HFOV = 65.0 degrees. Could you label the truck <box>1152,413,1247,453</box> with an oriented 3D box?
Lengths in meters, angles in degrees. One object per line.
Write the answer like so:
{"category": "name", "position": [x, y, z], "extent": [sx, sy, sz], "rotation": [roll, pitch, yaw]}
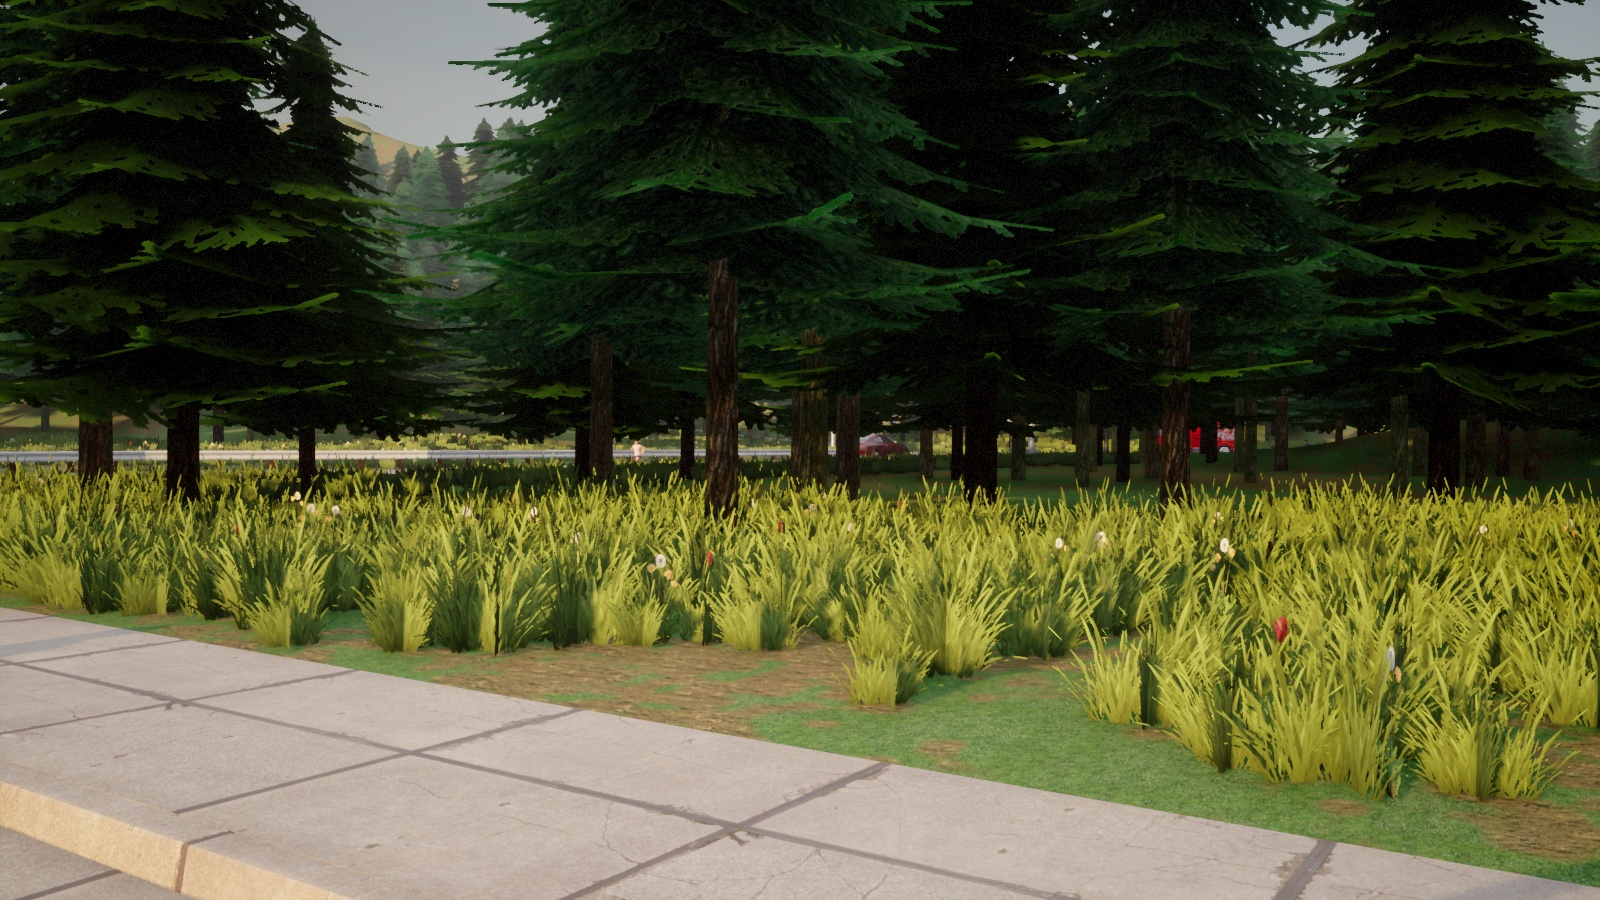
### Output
{"category": "truck", "position": [25.597, -1.114, 80.606], "extent": [5.204, 2.467, 2.627], "rotation": [-1, 1, -3]}

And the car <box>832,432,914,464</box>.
{"category": "car", "position": [3.571, -0.130, 60.669], "extent": [1.812, 1.442, 4.674], "rotation": [0, 1, 35]}
